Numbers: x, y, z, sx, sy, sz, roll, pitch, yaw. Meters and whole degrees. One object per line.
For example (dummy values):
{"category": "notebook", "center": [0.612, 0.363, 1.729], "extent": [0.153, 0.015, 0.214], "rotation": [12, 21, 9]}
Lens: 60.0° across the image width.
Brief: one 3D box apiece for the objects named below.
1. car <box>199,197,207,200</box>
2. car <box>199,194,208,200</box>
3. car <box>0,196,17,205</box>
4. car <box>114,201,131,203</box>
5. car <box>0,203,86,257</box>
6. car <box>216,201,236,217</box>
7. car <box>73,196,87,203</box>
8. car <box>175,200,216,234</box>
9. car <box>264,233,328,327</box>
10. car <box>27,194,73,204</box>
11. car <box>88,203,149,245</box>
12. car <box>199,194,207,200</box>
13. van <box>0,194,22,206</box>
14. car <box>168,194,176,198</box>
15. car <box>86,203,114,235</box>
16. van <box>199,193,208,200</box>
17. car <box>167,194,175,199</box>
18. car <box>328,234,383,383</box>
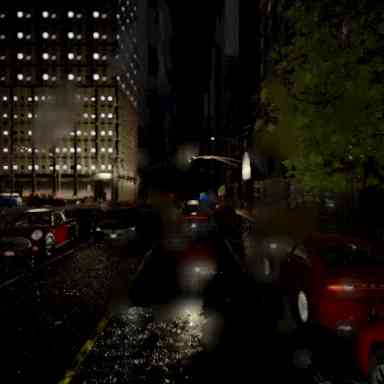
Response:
{"category": "car", "center": [0.104, 1.425, 31.455], "extent": [1.994, 1.385, 4.181], "rotation": [0, 0, 0]}
{"category": "car", "center": [2.692, 1.200, 78.224], "extent": [2.008, 1.369, 4.403], "rotation": [0, 0, 0]}
{"category": "car", "center": [-29.599, 1.293, 51.397], "extent": [4.206, 1.307, 1.802], "rotation": [0, 0, 1]}
{"category": "car", "center": [-5.822, 1.424, 27.559], "extent": [1.887, 1.381, 4.507], "rotation": [0, 0, 0]}
{"category": "car", "center": [-5.694, 1.386, 12.359], "extent": [1.967, 1.590, 4.097], "rotation": [0, 0, 0]}
{"category": "car", "center": [2.818, 1.455, 28.935], "extent": [1.802, 1.307, 4.206], "rotation": [0, 0, 0]}
{"category": "car", "center": [-18.517, 1.278, 51.281], "extent": [4.403, 1.369, 2.008], "rotation": [0, 0, 1]}
{"category": "car", "center": [0.104, 1.423, 18.776], "extent": [1.837, 1.490, 4.892], "rotation": [0, 0, 0]}
{"category": "car", "center": [2.686, 1.514, 6.838], "extent": [1.887, 1.381, 4.507], "rotation": [0, 0, 0]}
{"category": "car", "center": [-18.605, 1.124, 42.898], "extent": [5.009, 1.841, 2.192], "rotation": [0, 0, 1]}
{"category": "car", "center": [-3.082, 1.458, 15.378], "extent": [1.812, 1.442, 4.674], "rotation": [0, 0, 0]}
{"category": "car", "center": [2.692, 1.173, 83.921], "extent": [2.008, 1.369, 4.403], "rotation": [0, 0, 0]}
{"category": "van", "center": [-24.145, 1.142, 42.956], "extent": [3.998, 1.788, 1.690], "rotation": [0, 0, 1]}
{"category": "car", "center": [-5.687, 1.133, 95.316], "extent": [1.947, 1.339, 4.313], "rotation": [0, 0, 0]}
{"category": "car", "center": [-5.752, 1.487, 17.882], "extent": [1.947, 1.339, 4.313], "rotation": [0, 0, 0]}
{"category": "van", "center": [2.691, 1.017, 72.527], "extent": [1.690, 1.788, 3.998], "rotation": [0, 0, 0]}
{"category": "car", "center": [-5.687, 1.140, 89.619], "extent": [1.887, 1.381, 4.507], "rotation": [0, 0, 0]}
{"category": "car", "center": [2.685, 1.309, 1.313], "extent": [2.192, 1.841, 5.009], "rotation": [0, 0, 0]}
